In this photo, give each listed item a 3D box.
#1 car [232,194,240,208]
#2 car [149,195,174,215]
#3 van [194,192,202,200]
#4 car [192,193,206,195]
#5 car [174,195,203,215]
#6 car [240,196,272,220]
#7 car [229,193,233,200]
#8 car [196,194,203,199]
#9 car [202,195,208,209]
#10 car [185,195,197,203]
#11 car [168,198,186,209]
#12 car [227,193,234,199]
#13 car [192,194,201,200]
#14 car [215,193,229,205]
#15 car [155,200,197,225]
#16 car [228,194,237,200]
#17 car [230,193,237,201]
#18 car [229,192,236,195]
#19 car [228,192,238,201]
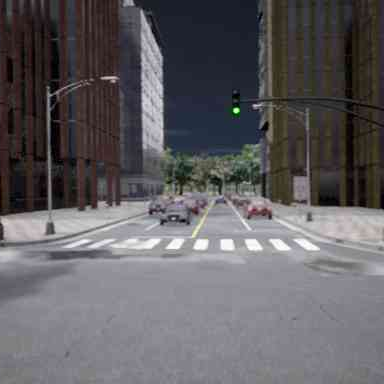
[{"bbox_3d":[6.529,1.317,42.776,2.008,1.369,4.403,-1,0,5],"label":"car"},{"bbox_3d":[-2.875,1.235,32.648,2.192,1.841,5.009,-1,0,5],"label":"car"},{"bbox_3d":[1.652,1.038,86.835,1.690,1.788,3.998,-1,0,5],"label":"van"},{"bbox_3d":[1.528,1.349,52.121,2.033,1.411,5.357,-1,0,5],"label":"car"},{"bbox_3d":[-0.237,1.366,32.015,1.882,1.535,5.008,-1,0,5],"label":"car"},{"bbox_3d":[5.169,1.277,26.520,1.967,1.590,4.097,-1,0,5],"label":"car"},{"bbox_3d":[7.434,1.265,53.614,1.887,1.381,4.507,-1,0,5],"label":"car"},{"bbox_3d":[2.093,1.203,92.085,1.752,1.417,4.829,-1,0,5],"label":"car"},{"bbox_3d":[0.646,1.409,41.819,1.994,1.385,4.181,-1,0,6],"label":"car"},{"bbox_3d":[-0.155,1.333,65.161,2.008,1.369,4.403,-1,0,5],"label":"car"},{"bbox_3d":[-1.966,1.455,43.486,1.802,1.307,4.206,-1,0,5],"label":"car"},{"bbox_3d":[10.603,1.115,91.544,1.887,1.381,4.507,-1,0,5],"label":"car"},{"bbox_3d":[1.203,1.284,81.417,1.947,1.339,4.313,-1,0,5],"label":"car"},{"bbox_3d":[4.630,1.284,53.224,1.812,1.442,4.674,-1,0,5],"label":"car"},{"bbox_3d":[-0.998,1.491,23.022,1.994,1.385,4.181,-1,0,5],"label":"car"},{"bbox_3d":[9.698,1.162,80.707,2.008,1.369,4.403,-1,0,5],"label":"car"},{"bbox_3d":[6.981,1.288,48.195,1.887,1.381,4.507,-1,0,5],"label":"car"},{"bbox_3d":[7.901,1.223,59.202,1.752,1.417,4.829,-1,0,5],"label":"car"},{"bbox_3d":[9.241,0.947,75.287,2.192,1.841,5.009,-1,0,5],"label":"car"}]
